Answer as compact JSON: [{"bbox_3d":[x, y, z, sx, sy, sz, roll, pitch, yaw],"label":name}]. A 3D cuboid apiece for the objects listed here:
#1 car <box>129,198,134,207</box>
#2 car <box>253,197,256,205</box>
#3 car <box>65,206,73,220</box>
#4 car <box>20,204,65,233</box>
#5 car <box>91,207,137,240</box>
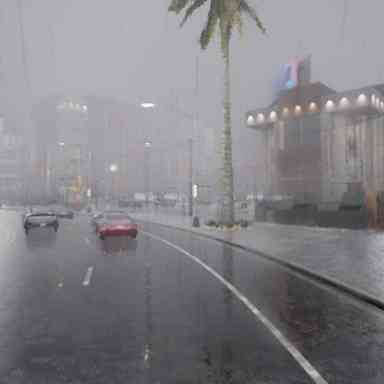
[{"bbox_3d":[-10.218,1.725,54.560,4.553,1.767,2.185,-1,-1,43],"label":"car"},{"bbox_3d":[9.800,1.842,51.343,4.674,1.452,2.002,-1,-1,43],"label":"car"},{"bbox_3d":[-12.666,1.838,30.823,1.994,1.385,4.181,0,-1,-42],"label":"car"},{"bbox_3d":[-9.789,1.682,21.251,2.128,1.511,4.902,0,-1,-30],"label":"car"},{"bbox_3d":[-4.384,1.724,18.397,1.994,1.385,4.181,0,-1,-23],"label":"car"}]
